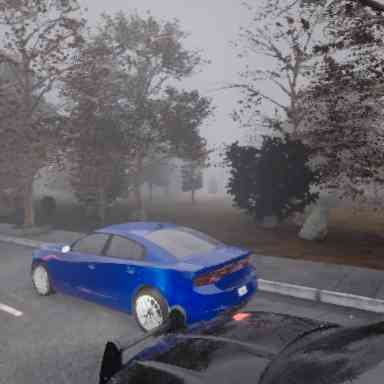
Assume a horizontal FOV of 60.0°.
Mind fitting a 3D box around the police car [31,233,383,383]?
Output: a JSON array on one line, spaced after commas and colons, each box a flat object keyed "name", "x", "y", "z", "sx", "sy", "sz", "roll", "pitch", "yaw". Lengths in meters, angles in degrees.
[{"name": "police car", "x": 1.514, "y": 1.363, "z": 1.640, "sx": 5.238, "sy": 1.638, "sz": 1.930, "roll": 0, "pitch": 2, "yaw": 37}]

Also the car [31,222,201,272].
[{"name": "car", "x": -1.223, "y": 1.329, "z": 6.471, "sx": 5.008, "sy": 1.535, "sz": 1.882, "roll": 0, "pitch": 3, "yaw": 37}]
